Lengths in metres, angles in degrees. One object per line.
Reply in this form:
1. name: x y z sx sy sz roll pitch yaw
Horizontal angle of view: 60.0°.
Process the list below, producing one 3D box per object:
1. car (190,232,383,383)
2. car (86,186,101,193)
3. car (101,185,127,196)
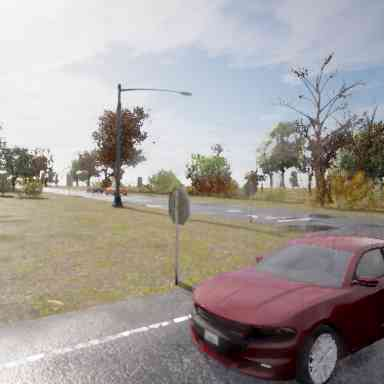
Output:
1. car: 2.275 1.489 5.467 5.008 1.535 1.882 0 0 -35
2. car: -17.527 -0.445 59.898 1.895 1.301 4.718 0 2 -35
3. car: -11.923 -0.383 52.029 2.097 1.767 4.553 0 2 -35
